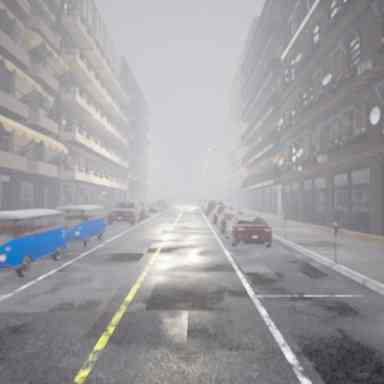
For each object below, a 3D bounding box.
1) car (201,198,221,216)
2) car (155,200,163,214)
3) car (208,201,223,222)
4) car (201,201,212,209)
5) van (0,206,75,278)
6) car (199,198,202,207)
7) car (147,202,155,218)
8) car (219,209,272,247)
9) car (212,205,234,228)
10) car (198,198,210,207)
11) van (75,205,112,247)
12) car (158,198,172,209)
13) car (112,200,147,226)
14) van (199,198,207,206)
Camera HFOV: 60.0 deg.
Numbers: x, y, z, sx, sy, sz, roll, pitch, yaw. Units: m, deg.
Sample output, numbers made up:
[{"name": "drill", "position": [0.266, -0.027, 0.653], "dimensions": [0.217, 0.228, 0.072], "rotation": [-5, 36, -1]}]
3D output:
[{"name": "car", "position": [2.532, 1.775, 37.942], "dimensions": [2.192, 1.841, 5.009], "rotation": [1, -1, 0]}, {"name": "car", "position": [-5.323, 2.101, 43.525], "dimensions": [1.947, 1.339, 4.313], "rotation": [1, -1, 0]}, {"name": "car", "position": [2.578, 1.760, 26.880], "dimensions": [1.967, 1.590, 4.097], "rotation": [1, -1, 0]}, {"name": "car", "position": [2.512, 2.346, 60.062], "dimensions": [1.802, 1.307, 4.206], "rotation": [1, -1, 0]}, {"name": "van", "position": [-5.296, 1.460, 10.345], "dimensions": [1.690, 1.788, 3.998], "rotation": [2, -1, 0]}, {"name": "car", "position": [2.522, 2.049, 49.003], "dimensions": [1.967, 1.590, 4.097], "rotation": [1, -1, 0]}, {"name": "car", "position": [-5.310, 1.706, 32.466], "dimensions": [2.192, 1.841, 5.009], "rotation": [1, -1, 0]}, {"name": "car", "position": [2.576, 1.728, 15.817], "dimensions": [1.887, 1.381, 4.507], "rotation": [1, -1, 0]}, {"name": "car", "position": [2.572, 1.796, 21.347], "dimensions": [1.887, 1.381, 4.507], "rotation": [1, -1, 0]}, {"name": "car", "position": [2.510, 2.243, 71.128], "dimensions": [2.192, 1.841, 5.009], "rotation": [1, -1, 0]}, {"name": "van", "position": [-5.300, 1.526, 15.876], "dimensions": [1.690, 1.788, 3.998], "rotation": [1, -1, 0]}, {"name": "car", "position": [-5.329, 2.081, 60.116], "dimensions": [2.192, 1.841, 5.009], "rotation": [1, -1, 0]}, {"name": "car", "position": [-5.307, 1.636, 26.937], "dimensions": [2.192, 1.841, 5.009], "rotation": [1, -1, 0]}, {"name": "van", "position": [2.505, 2.354, 76.658], "dimensions": [1.690, 1.788, 3.998], "rotation": [1, -1, 0]}]
